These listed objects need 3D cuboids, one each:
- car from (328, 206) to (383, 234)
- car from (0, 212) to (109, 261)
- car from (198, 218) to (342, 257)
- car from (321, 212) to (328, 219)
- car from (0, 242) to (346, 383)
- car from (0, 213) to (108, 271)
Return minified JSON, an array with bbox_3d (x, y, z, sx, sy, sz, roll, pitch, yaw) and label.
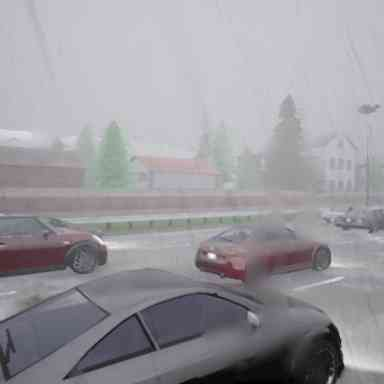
[{"bbox_3d":[10.789,1.644,20.044,5.357,1.411,2.033,0,0,-36],"label":"car"},{"bbox_3d":[-5.553,1.577,12.684,4.181,1.385,1.994,0,0,-36],"label":"car"},{"bbox_3d":[2.136,1.598,9.571,4.181,1.385,1.994,0,0,-36],"label":"car"},{"bbox_3d":[11.879,1.715,25.123,4.718,1.301,1.895,0,0,-36],"label":"car"},{"bbox_3d":[-0.222,1.572,3.588,4.181,1.385,1.994,0,0,-35],"label":"car"},{"bbox_3d":[-4.649,1.358,9.030,4.553,1.767,2.097,0,0,-36],"label":"car"}]
